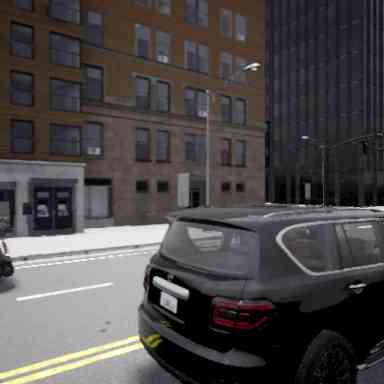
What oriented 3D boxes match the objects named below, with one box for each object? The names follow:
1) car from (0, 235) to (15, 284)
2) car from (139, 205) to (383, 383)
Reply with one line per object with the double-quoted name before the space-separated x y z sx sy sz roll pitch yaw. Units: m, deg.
"car" -6.412 1.352 7.091 4.553 1.767 2.097 0 0 -35
"car" 1.978 1.216 4.853 5.566 2.045 2.150 1 0 -34
